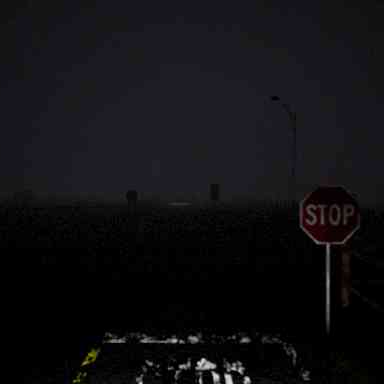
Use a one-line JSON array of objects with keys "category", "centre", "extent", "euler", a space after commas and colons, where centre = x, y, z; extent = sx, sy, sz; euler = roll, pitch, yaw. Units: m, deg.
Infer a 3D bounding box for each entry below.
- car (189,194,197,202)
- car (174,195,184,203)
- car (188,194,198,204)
[{"category": "car", "centre": [0.213, 1.244, 71.626], "extent": [1.837, 1.490, 4.892], "euler": [0, 0, 0]}, {"category": "car", "centre": [-2.556, 1.396, 65.802], "extent": [1.882, 1.535, 5.008], "euler": [0, 0, 0]}, {"category": "car", "centre": [0.183, 1.448, 61.620], "extent": [1.812, 1.442, 4.674], "euler": [0, 0, 0]}]
